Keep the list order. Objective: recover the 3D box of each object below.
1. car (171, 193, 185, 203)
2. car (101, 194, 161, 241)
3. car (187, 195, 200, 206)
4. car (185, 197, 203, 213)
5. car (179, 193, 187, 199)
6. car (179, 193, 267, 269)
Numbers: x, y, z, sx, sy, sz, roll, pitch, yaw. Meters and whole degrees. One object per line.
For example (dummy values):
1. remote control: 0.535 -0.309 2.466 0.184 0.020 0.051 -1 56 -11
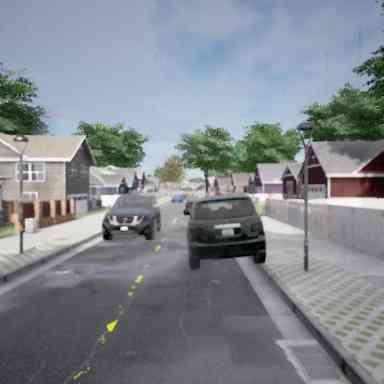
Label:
1. car: -2.540 1.144 57.300 1.882 1.535 5.008 0 0 1
2. car: -2.772 1.137 16.459 2.150 2.045 5.566 0 0 0
3. car: 0.266 1.196 48.877 1.882 1.535 5.008 0 0 1
4. car: 0.225 1.308 35.584 1.837 1.490 4.892 0 1 1
5. car: -2.328 1.043 86.035 2.033 1.411 5.357 0 0 0
6. car: 0.927 1.093 11.045 2.150 2.045 5.566 -5 0 0
